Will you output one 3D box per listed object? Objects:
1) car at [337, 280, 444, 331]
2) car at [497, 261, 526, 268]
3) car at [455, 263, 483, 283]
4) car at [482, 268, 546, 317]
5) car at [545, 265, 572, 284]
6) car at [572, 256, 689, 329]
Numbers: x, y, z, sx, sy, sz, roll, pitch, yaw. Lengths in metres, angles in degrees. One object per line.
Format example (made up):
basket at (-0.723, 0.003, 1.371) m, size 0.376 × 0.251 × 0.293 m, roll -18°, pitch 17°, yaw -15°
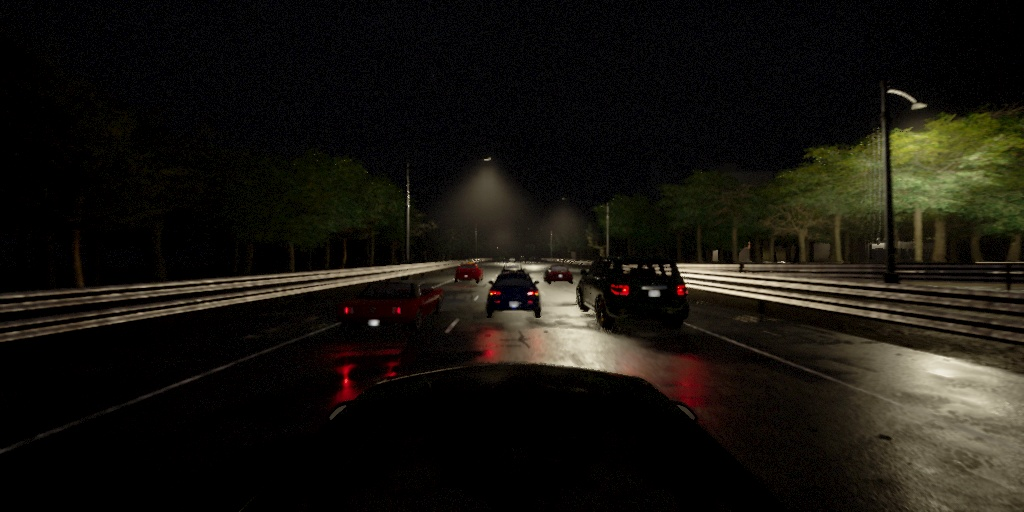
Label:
car at (-3.439, 1.401, 11.203) m, size 1.895 × 1.301 × 4.718 m, roll 0°, pitch 0°, yaw 0°
car at (0.067, 1.354, 27.656) m, size 2.128 × 1.511 × 4.902 m, roll 0°, pitch 0°, yaw 0°
car at (-3.425, 1.341, 29.177) m, size 1.882 × 1.535 × 5.008 m, roll 0°, pitch 0°, yaw 0°
car at (0.071, 1.338, 13.374) m, size 1.812 × 1.442 × 4.674 m, roll 0°, pitch -1°, yaw 0°
car at (3.570, 1.427, 28.275) m, size 1.994 × 1.385 × 4.181 m, roll 0°, pitch 0°, yaw 0°
car at (3.563, 1.026, 11.594) m, size 2.150 × 2.045 × 5.566 m, roll 0°, pitch 0°, yaw 0°
